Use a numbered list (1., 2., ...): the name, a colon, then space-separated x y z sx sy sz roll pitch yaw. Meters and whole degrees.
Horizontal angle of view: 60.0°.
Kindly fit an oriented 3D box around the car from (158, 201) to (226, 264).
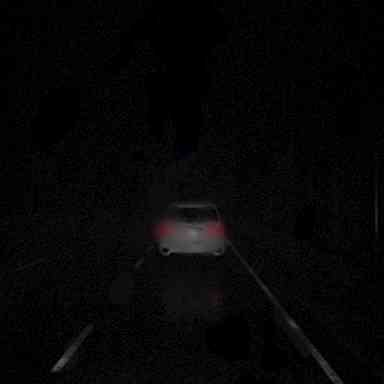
1. car: 0.016 1.349 12.515 2.150 2.045 5.566 0 0 0

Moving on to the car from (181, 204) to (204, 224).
1. car: 0.075 1.810 28.863 1.812 1.442 4.674 0 0 1
